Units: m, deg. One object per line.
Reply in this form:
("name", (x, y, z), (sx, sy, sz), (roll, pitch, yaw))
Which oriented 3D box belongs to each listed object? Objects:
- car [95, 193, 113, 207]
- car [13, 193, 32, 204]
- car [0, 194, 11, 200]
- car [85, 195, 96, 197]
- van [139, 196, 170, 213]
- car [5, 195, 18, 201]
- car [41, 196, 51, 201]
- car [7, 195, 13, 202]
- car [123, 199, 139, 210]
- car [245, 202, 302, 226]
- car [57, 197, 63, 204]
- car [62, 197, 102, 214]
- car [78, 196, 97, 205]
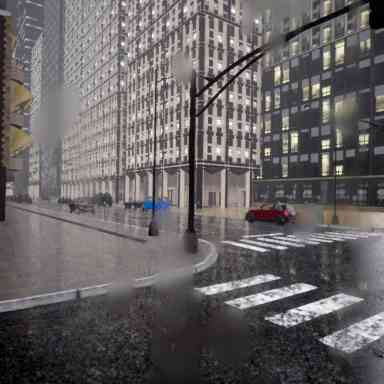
("car", (-14.513, 1.255, 53.121), (2.150, 2.045, 5.566), (1, -1, -35))
("car", (-30.545, 1.155, 60.508), (2.192, 1.841, 5.009), (1, -1, -35))
("car", (-46.802, 1.365, 83.398), (1.752, 1.417, 4.829), (1, -1, -35))
("car", (-17.325, 1.514, 51.866), (2.033, 1.411, 5.357), (1, -1, -35))
("van", (-4.094, 1.382, 37.722), (1.690, 1.788, 3.998), (1, -1, -35))
("car", (-40.358, 1.377, 74.323), (2.008, 1.369, 4.403), (1, -1, -35))
("car", (-36.797, 1.570, 83.778), (1.802, 1.307, 4.206), (1, -1, -35))
("car", (-37.089, 1.396, 69.717), (1.947, 1.339, 4.313), (1, -1, -35))
("car", (-7.367, 1.584, 42.326), (2.008, 1.369, 4.403), (1, -1, -35))
("car", (5.715, 1.505, 23.904), (1.967, 1.590, 4.097), (1, -1, -35))
("car", (-22.621, 1.522, 59.327), (1.994, 1.385, 4.181), (1, -1, -35))
("car", (-10.930, 1.427, 32.870), (2.008, 1.369, 4.403), (1, -1, -35))
("car", (-18.521, 1.525, 58.824), (1.837, 1.490, 4.892), (1, -1, -35))
